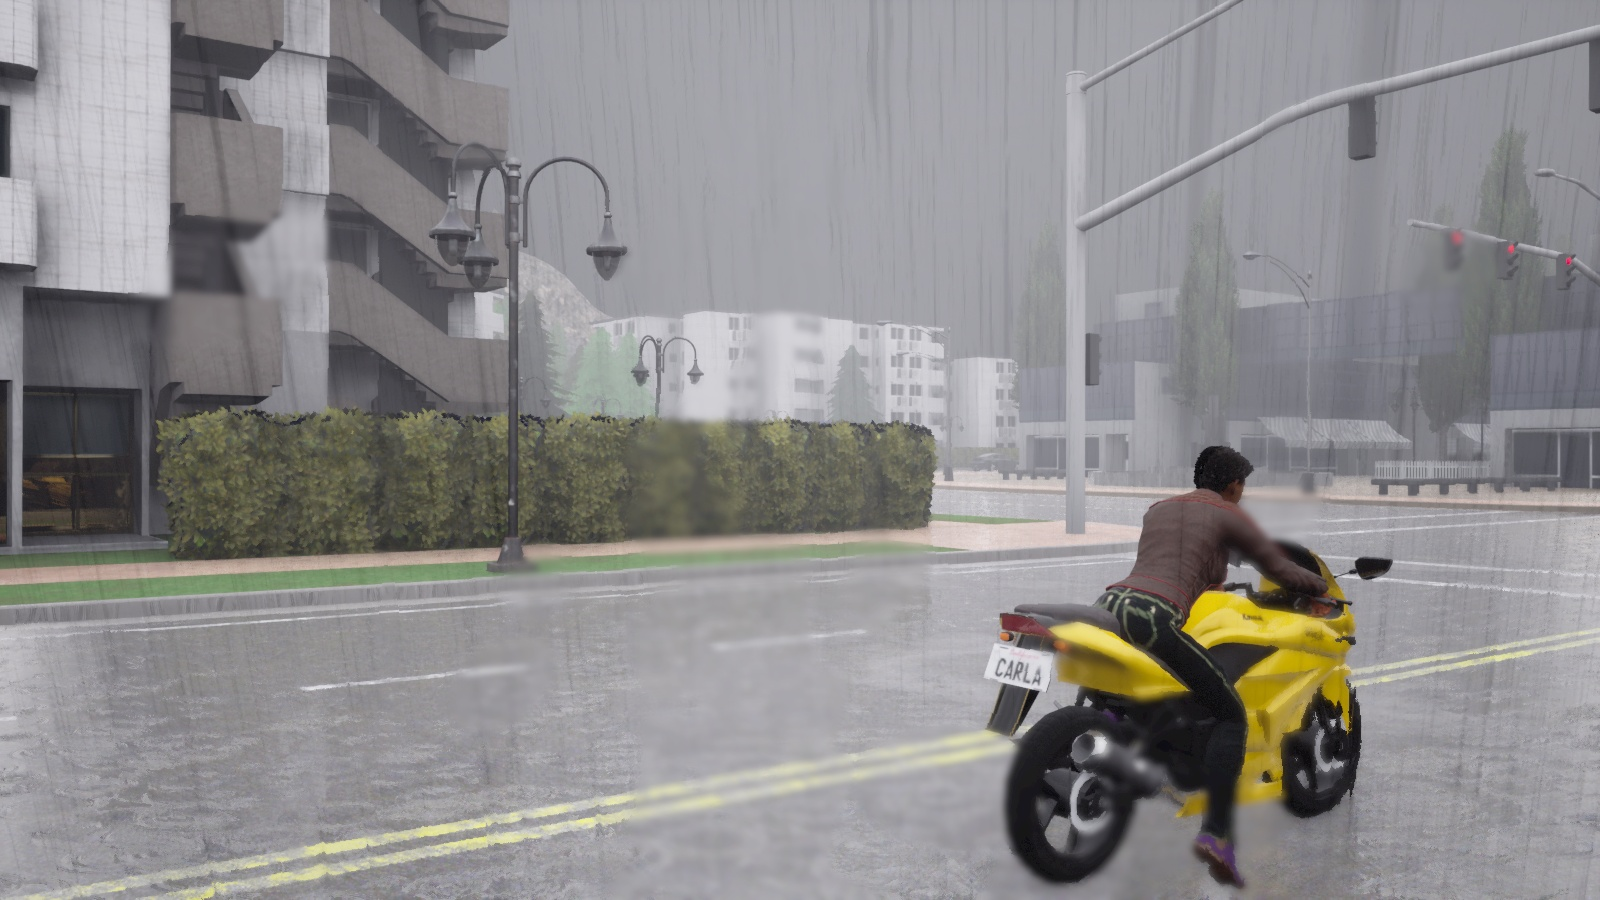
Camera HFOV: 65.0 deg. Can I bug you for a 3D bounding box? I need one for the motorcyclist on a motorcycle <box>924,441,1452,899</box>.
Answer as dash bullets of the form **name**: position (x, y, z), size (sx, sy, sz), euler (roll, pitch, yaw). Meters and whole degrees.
- **motorcyclist on a motorcycle**: position (1.507, 0.735, 4.703), size (2.044, 1.523, 0.797), euler (0, 0, -35)
